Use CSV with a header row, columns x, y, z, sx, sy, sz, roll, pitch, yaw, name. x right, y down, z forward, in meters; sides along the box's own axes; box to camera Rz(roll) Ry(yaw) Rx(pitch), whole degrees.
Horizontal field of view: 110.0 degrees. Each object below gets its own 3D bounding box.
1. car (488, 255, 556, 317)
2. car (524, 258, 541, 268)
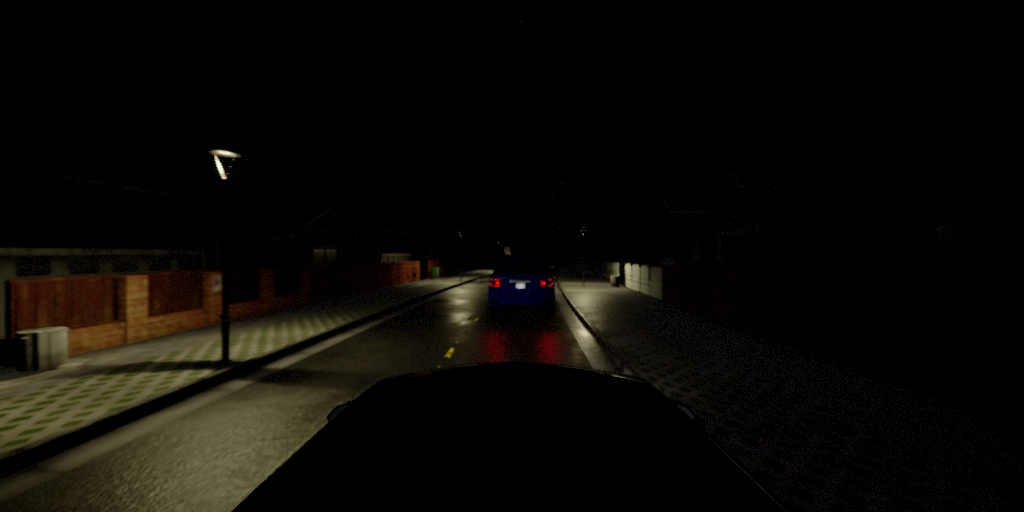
x,y,z,sx,sy,sz,roll,pitch,yaw,name
0.436,0.965,13.334,2.150,2.045,5.566,0,0,4,car
3.360,1.124,57.308,2.033,1.411,5.357,0,0,10,car
